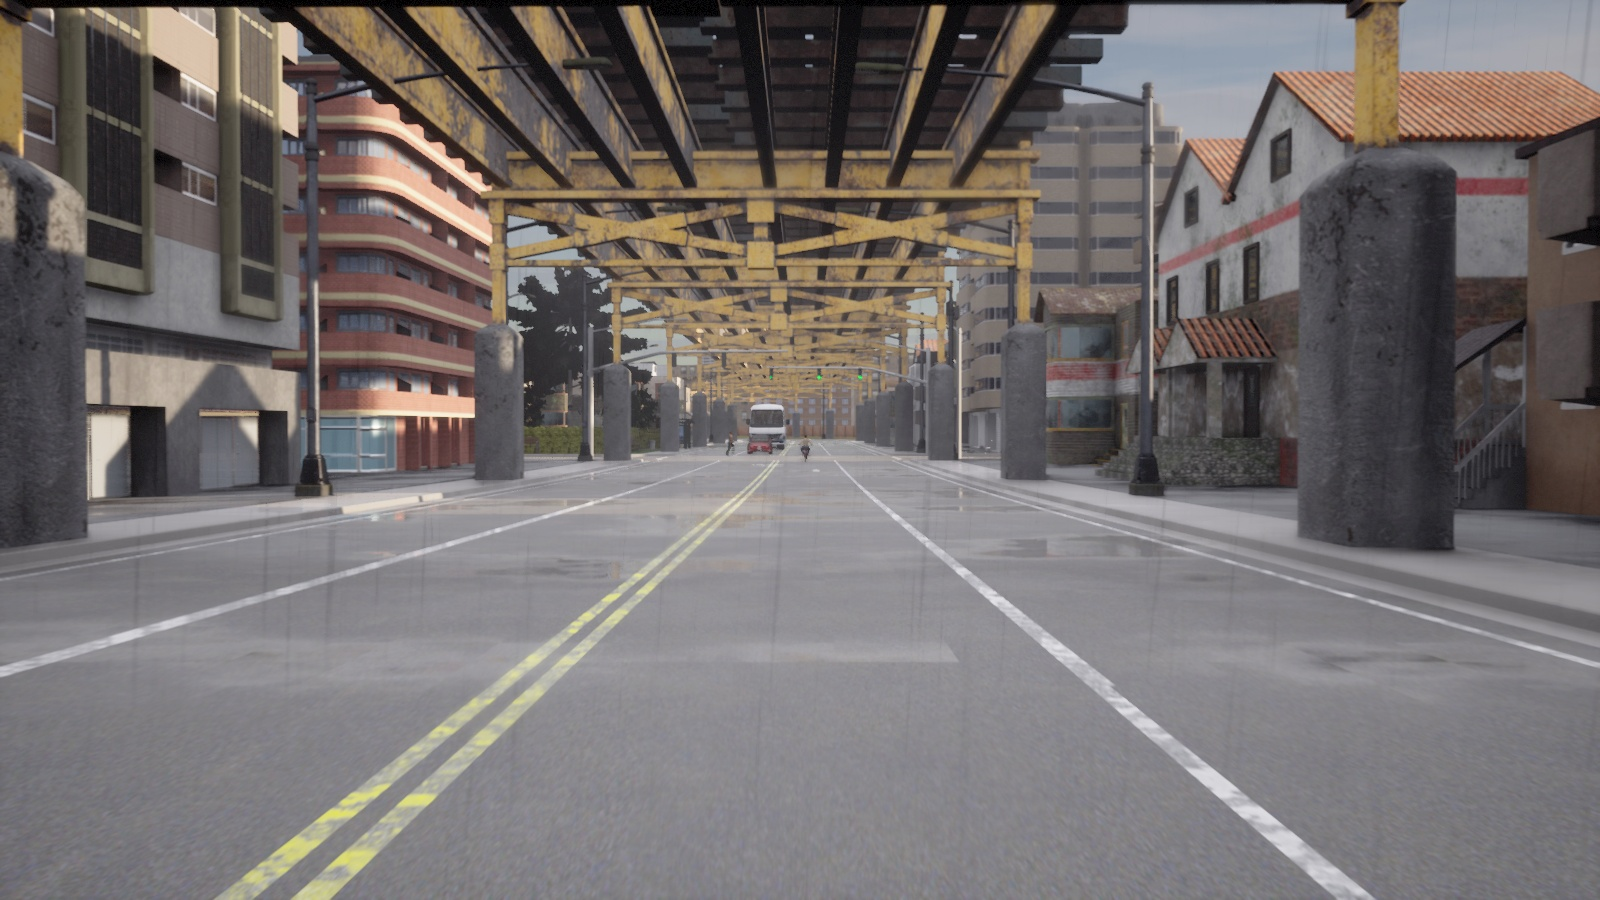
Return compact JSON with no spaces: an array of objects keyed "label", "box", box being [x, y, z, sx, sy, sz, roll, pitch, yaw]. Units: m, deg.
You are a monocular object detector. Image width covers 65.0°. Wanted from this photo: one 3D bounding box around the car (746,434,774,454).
[{"label":"car","box":[-3.063,-0.505,97.681,2.007,1.525,4.514,0,1,0]}]
